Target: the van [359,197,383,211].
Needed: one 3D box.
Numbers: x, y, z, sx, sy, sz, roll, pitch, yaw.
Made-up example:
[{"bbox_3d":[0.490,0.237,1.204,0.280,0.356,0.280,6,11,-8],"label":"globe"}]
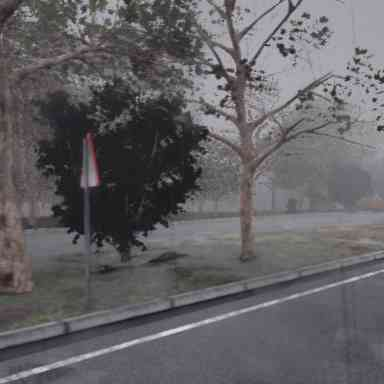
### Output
[{"bbox_3d":[25.898,1.681,46.961,1.878,1.987,4.442,2,-1,-35],"label":"van"}]
